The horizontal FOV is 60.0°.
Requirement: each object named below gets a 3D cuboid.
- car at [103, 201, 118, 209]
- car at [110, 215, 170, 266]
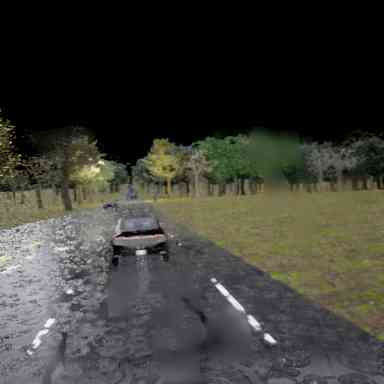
[{"bbox_3d":[-14.289,2.297,58.333,1.895,1.301,4.718,-3,0,-4],"label":"car"},{"bbox_3d":[-1.953,1.603,12.279,2.128,1.511,4.902,-3,0,-10],"label":"car"}]
